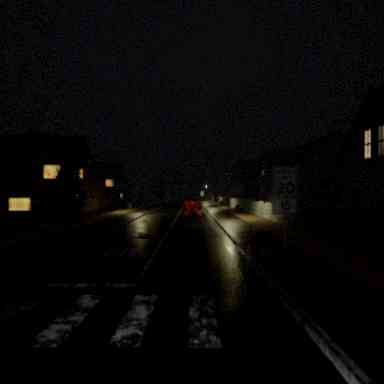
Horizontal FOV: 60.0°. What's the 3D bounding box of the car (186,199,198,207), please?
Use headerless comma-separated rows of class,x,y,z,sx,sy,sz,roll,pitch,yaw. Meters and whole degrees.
car,-0.018,1.767,54.246,1.895,1.301,4.718,0,0,0

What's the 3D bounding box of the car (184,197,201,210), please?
car,0.087,1.469,44.026,2.097,1.767,4.553,0,0,0
